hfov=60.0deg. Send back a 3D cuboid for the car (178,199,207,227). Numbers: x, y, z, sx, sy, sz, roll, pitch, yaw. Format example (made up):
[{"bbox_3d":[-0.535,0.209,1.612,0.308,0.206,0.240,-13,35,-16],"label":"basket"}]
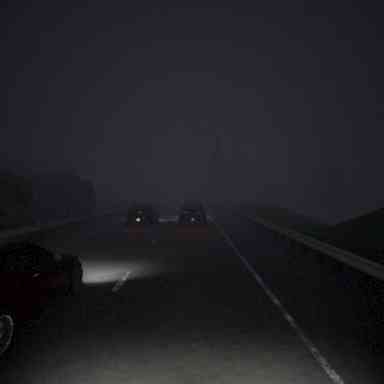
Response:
[{"bbox_3d":[0.045,1.524,23.426,2.128,1.511,4.902,0,0,0],"label":"car"}]

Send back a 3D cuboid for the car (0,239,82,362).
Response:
[{"bbox_3d":[-3.414,1.533,5.708,1.812,1.442,4.674,0,0,0],"label":"car"}]

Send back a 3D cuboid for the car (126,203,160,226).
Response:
[{"bbox_3d":[-3.456,1.537,23.766,1.837,1.490,4.892,0,0,0],"label":"car"}]
